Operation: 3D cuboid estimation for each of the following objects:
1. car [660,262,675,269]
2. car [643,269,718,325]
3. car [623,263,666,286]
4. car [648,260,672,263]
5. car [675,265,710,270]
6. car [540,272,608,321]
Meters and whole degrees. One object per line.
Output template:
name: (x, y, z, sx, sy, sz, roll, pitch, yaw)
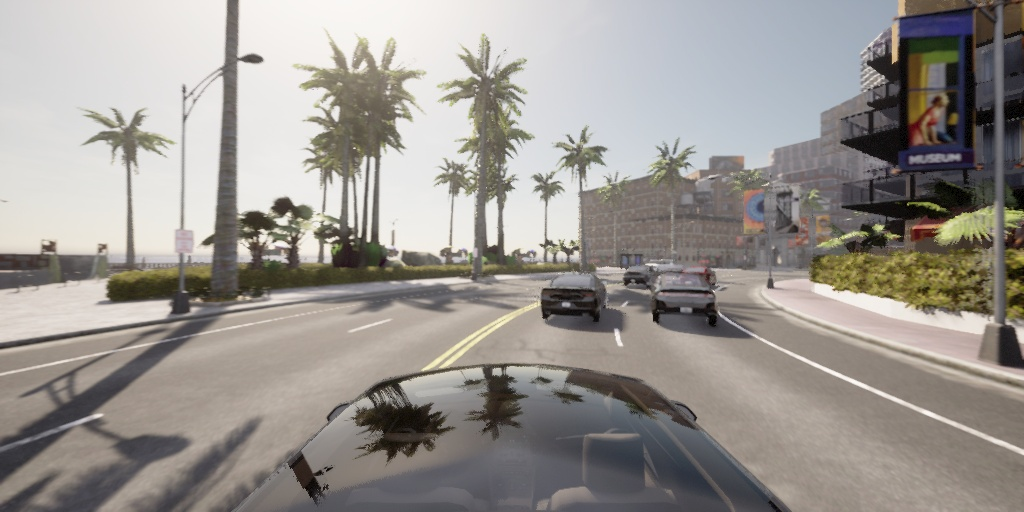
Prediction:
car: (20.483, 1.780, 43.949, 5.357, 1.411, 2.033, 1, -1, -39)
car: (5.825, 1.368, 12.547, 2.128, 1.511, 4.902, 0, -1, 20)
car: (9.978, 1.531, 27.380, 1.837, 1.490, 4.892, 0, -1, 35)
car: (19.236, 1.475, 47.357, 5.566, 2.045, 2.150, 1, -1, -38)
car: (14.101, 1.530, 27.104, 1.882, 1.535, 5.008, 0, -1, 37)
car: (2.410, 1.337, 13.240, 1.882, 1.535, 5.008, 0, 0, 18)
